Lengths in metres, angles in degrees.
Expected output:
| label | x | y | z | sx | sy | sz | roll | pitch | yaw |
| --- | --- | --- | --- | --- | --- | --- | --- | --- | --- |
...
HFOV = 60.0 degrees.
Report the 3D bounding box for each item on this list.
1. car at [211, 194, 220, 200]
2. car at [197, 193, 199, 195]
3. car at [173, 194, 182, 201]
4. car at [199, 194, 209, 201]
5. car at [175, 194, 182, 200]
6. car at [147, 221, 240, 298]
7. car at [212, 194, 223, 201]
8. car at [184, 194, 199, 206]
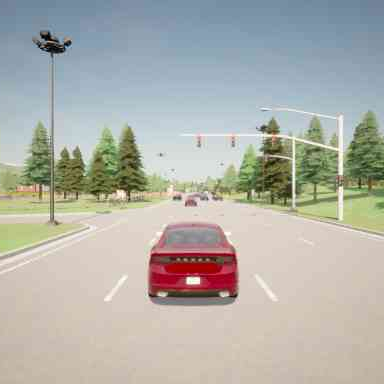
| label | x | y | z | sx | sy | sz | roll | pitch | yaw |
| --- | --- | --- | --- | --- | --- | --- | --- | --- | --- |
| car | 6.698 | 1.372 | 94.244 | 2.033 | 1.411 | 5.357 | 0 | 0 | 0 |
| car | 3.198 | 1.357 | 94.232 | 2.128 | 1.511 | 4.902 | 0 | 0 | 0 |
| car | -3.768 | 1.469 | 83.790 | 1.882 | 1.535 | 5.008 | 0 | 0 | 0 |
| car | 3.230 | 1.516 | 84.229 | 1.812 | 1.442 | 4.674 | 0 | 0 | 0 |
| car | -3.802 | 1.310 | 94.210 | 1.882 | 1.535 | 5.008 | 0 | 0 | 0 |
| car | 0.036 | 1.478 | 8.586 | 1.882 | 1.535 | 5.008 | 0 | 0 | 0 |
| car | 6.732 | 1.516 | 83.824 | 2.128 | 1.511 | 4.902 | 0 | 0 | 0 |
| car | -0.170 | 1.525 | 53.188 | 1.812 | 1.442 | 4.674 | 0 | 0 | 0 |
